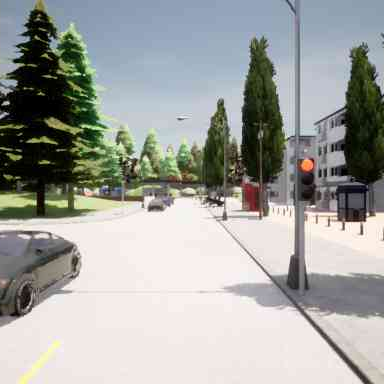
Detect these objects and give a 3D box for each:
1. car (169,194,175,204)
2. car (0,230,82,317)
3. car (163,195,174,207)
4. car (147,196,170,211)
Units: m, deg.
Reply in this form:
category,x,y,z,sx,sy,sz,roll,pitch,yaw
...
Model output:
category,x,y,z,sx,sy,sz,roll,pitch,yaw
car,-4.148,1.504,60.031,1.837,1.490,4.892,0,0,0
car,-3.979,1.564,7.318,1.994,1.385,4.181,0,0,1
car,-4.176,1.564,50.039,1.994,1.385,4.181,0,0,0
car,-4.172,1.547,40.101,2.033,1.411,5.357,0,0,0
